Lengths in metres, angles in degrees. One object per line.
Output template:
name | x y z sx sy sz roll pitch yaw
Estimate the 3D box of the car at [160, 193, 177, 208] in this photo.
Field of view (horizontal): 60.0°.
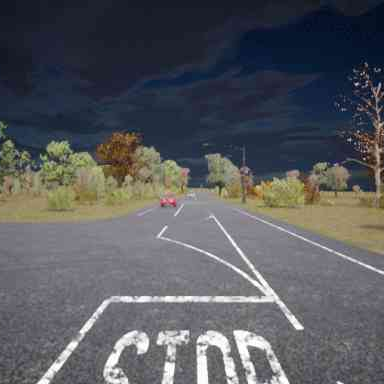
car | -3.285 1.138 47.665 2.150 2.045 5.566 0 0 0
